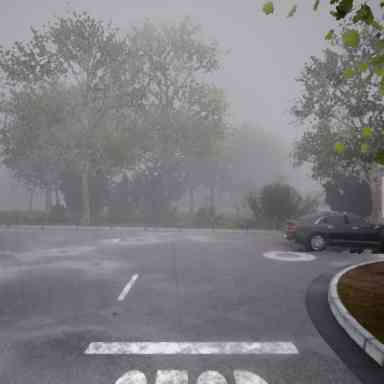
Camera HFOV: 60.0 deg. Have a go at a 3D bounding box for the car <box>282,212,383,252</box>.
[{"bbox_3d":[6.257,1.617,13.723,4.892,1.490,1.837,1,-1,0],"label":"car"}]
